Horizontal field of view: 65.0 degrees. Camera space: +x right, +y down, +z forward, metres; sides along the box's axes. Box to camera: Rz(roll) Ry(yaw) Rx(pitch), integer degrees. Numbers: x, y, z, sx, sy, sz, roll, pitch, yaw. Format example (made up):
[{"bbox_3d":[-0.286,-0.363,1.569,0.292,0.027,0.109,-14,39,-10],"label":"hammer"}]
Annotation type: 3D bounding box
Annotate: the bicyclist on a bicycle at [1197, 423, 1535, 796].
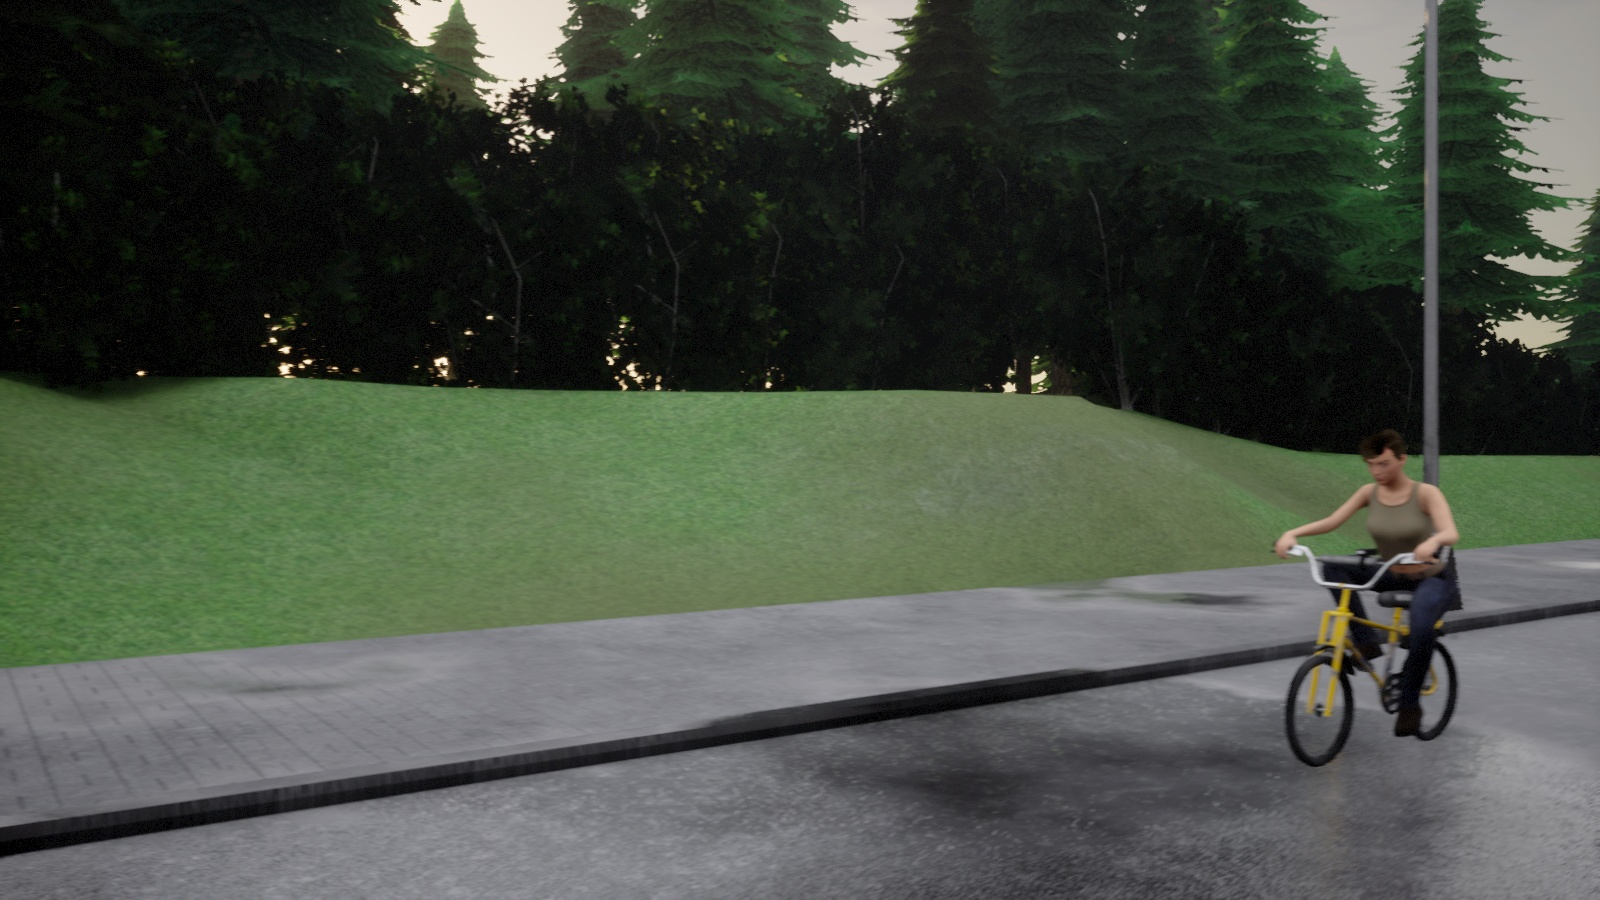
[{"bbox_3d":[2.814,0.691,6.221,1.509,1.612,0.866,0,0,-35],"label":"bicyclist on a bicycle"}]
